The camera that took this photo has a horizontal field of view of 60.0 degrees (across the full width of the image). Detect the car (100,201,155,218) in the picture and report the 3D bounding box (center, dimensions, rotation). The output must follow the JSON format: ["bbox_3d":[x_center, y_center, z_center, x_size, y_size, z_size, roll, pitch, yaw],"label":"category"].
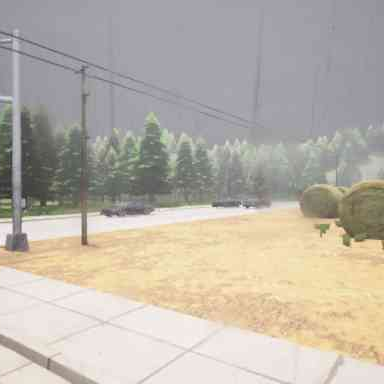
[{"bbox_3d":[-5.705,1.518,30.151,2.033,1.411,5.357,0,0,37],"label":"car"}]

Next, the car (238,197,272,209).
[{"bbox_3d":[8.502,1.411,43.083,2.033,1.411,5.357,0,0,37],"label":"car"}]

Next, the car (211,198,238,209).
[{"bbox_3d":[4.461,1.483,43.800,1.895,1.301,4.718,0,0,37],"label":"car"}]
